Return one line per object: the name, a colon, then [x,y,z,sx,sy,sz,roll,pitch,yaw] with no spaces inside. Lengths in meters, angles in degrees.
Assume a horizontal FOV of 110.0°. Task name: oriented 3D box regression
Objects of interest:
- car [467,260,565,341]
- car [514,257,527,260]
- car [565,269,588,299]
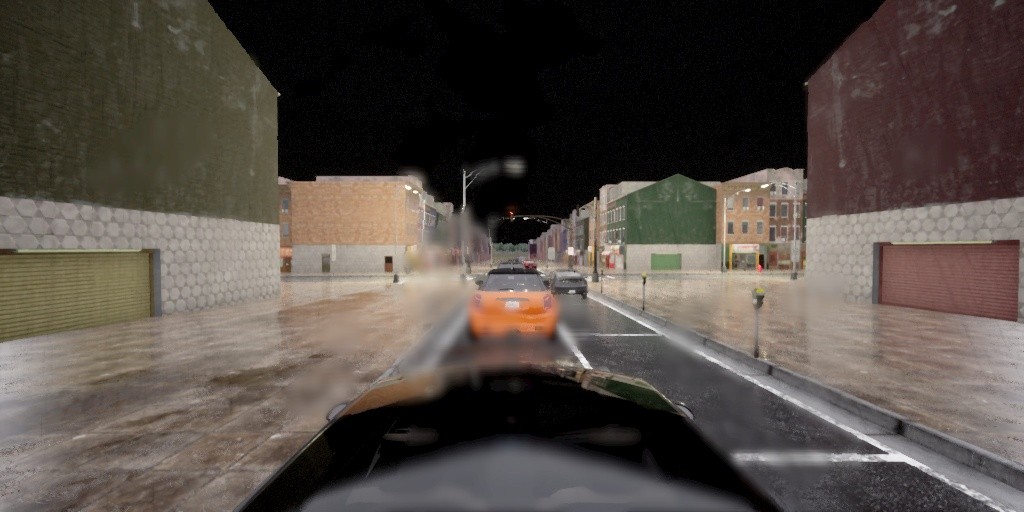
car: [0.042,1.100,9.999,2.097,1.767,4.553,0,0,0]
car: [-0.051,1.098,19.890,2.097,1.767,4.553,0,0,0]
car: [2.593,1.297,17.570,2.007,1.370,4.403,0,0,0]
